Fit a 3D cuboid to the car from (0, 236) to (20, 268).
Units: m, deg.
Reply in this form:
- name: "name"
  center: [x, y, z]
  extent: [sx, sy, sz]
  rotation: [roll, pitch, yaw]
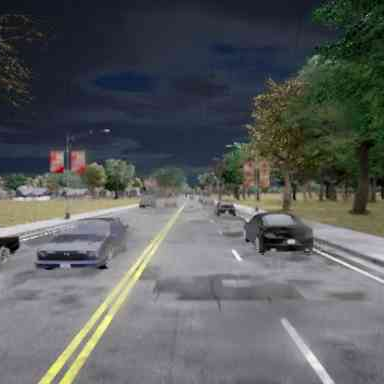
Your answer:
- name: "car"
  center: [-6.603, 1.638, 8.752]
  extent: [1.895, 1.301, 4.718]
  rotation: [0, 0, 0]

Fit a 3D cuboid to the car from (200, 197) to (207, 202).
- name: "car"
  center: [3.241, 2.117, 95.192]
  extent: [1.801, 1.575, 5.366]
  rotation: [0, -1, 0]

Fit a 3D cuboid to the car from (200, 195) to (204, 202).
- name: "car"
  center: [3.243, 1.926, 73.189]
  extent: [1.801, 1.575, 5.366]
  rotation: [0, 0, 0]

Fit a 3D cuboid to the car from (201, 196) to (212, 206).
- name: "car"
  center: [3.244, 1.922, 61.998]
  extent: [2.033, 1.411, 5.357]
  rotation: [0, 0, 0]

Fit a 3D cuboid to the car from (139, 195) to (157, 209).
- name: "car"
  center: [-6.578, 1.501, 50.397]
  extent: [2.150, 2.045, 5.566]
  rotation: [0, 0, 0]

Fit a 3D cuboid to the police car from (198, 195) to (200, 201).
- name: "police car"
  center: [3.242, 2.067, 84.001]
  extent: [2.038, 1.542, 4.974]
  rotation: [0, -1, 0]

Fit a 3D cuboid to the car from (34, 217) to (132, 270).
- name: "car"
  center: [-3.354, 1.597, 11.479]
  extent: [2.033, 1.411, 5.357]
  rotation: [0, 0, 0]

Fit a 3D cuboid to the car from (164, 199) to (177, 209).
- name: "car"
  center: [-3.327, 1.772, 52.224]
  extent: [1.882, 1.535, 5.008]
  rotation: [0, 0, 0]

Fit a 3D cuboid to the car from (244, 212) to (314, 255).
- name: "car"
  center: [3.349, 1.538, 13.675]
  extent: [1.882, 1.535, 5.008]
  rotation: [0, 0, 0]

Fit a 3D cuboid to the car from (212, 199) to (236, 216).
- name: "car"
  center: [3.347, 1.674, 34.249]
  extent: [1.837, 1.490, 4.892]
  rotation: [0, 0, 0]
